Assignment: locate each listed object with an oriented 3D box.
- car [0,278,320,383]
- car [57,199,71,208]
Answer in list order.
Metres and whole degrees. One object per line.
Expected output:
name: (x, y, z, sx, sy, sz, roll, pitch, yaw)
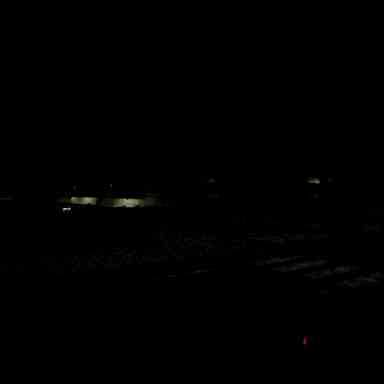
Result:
car: (-1.194, 1.562, 2.711, 5.357, 1.411, 2.033, 1, 0, -36)
car: (-19.913, 1.813, 51.515, 1.994, 1.385, 4.181, 1, -1, -35)
